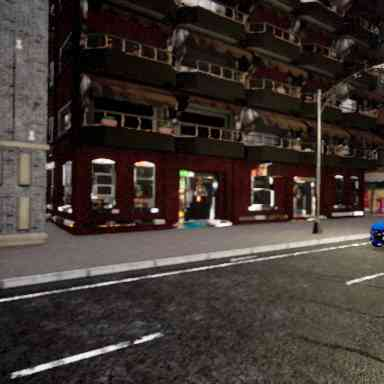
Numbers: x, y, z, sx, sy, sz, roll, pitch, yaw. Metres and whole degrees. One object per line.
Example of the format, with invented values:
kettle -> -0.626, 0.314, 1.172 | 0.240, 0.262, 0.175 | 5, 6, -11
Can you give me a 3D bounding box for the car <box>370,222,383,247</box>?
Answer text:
car -> 9.529, 1.521, 14.084 | 5.008, 1.535, 1.882 | 0, 0, -33
